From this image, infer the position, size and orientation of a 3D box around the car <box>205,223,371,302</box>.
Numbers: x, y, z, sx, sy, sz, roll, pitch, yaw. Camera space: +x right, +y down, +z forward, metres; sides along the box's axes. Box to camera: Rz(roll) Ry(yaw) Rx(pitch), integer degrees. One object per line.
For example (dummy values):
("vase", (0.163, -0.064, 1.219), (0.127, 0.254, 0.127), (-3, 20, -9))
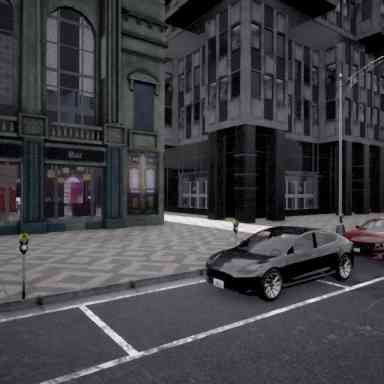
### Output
("car", (2.336, 1.566, 8.324), (4.313, 1.339, 1.947), (0, 0, -36))

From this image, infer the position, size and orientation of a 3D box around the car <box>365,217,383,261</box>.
("car", (6.921, 1.546, 11.603), (4.507, 1.381, 1.887), (0, 0, -36))
